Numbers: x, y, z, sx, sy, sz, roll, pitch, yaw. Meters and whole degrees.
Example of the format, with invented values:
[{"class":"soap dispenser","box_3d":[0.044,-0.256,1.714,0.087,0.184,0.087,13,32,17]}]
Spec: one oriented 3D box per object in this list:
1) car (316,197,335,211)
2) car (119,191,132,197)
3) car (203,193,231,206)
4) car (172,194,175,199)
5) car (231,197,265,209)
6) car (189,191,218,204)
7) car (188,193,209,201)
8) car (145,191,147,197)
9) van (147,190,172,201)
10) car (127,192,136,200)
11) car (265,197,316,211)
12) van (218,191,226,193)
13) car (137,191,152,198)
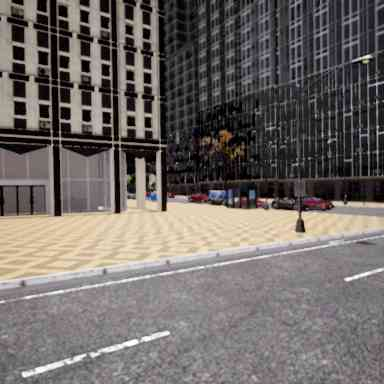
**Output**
[{"class":"car","box_3d":[13.050,1.252,35.683,1.994,1.385,4.181,-1,1,-35]},{"class":"car","box_3d":[-18.184,0.524,91.251,2.008,1.369,4.403,-1,1,-35]},{"class":"car","box_3d":[3.885,1.195,44.345,1.947,1.339,4.313,-1,1,-35]},{"class":"car","box_3d":[-5.288,0.773,72.529,1.802,1.307,4.206,-1,1,-35]},{"class":"car","box_3d":[7.061,1.265,39.632,1.802,1.307,4.206,-1,1,-35]},{"class":"car","box_3d":[1.463,0.978,52.533,1.882,1.535,5.008,-1,1,-34]},{"class":"car","box_3d":[1.160,0.881,63.167,1.802,1.307,4.206,-1,1,-35]},{"class":"car","box_3d":[-8.514,0.452,77.206,2.192,1.841,5.009,-1,1,-35]},{"class":"van","box_3d":[-5.743,0.811,58.413,1.690,1.788,3.998,-1,1,-35]},{"class":"car","box_3d":[-12.190,0.913,67.777,2.008,1.369,4.403,-1,1,-35]},{"class":"car","box_3d":[10.271,1.301,34.939,1.947,1.339,4.313,-1,1,-35]},{"class":"van","box_3d":[4.382,0.694,58.483,1.690,1.788,3.998,-1,1,-35]},{"class":"car","box_3d":[-11.737,0.522,81.888,1.967,1.590,4.097,-1,1,-35]}]
